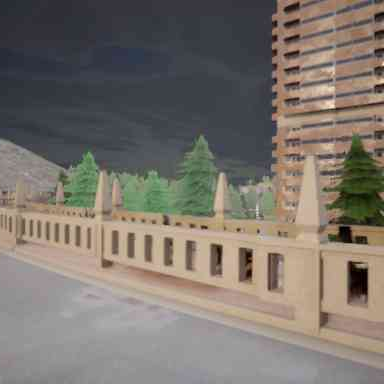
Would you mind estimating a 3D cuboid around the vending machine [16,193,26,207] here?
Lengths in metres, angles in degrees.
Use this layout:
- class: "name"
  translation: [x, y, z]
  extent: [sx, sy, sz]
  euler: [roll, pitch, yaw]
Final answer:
- class: "vending machine"
  translation: [-25.846, 1.238, 50.268]
  extent: [1.100, 2.100, 0.880]
  euler: [0, 0, -15]
